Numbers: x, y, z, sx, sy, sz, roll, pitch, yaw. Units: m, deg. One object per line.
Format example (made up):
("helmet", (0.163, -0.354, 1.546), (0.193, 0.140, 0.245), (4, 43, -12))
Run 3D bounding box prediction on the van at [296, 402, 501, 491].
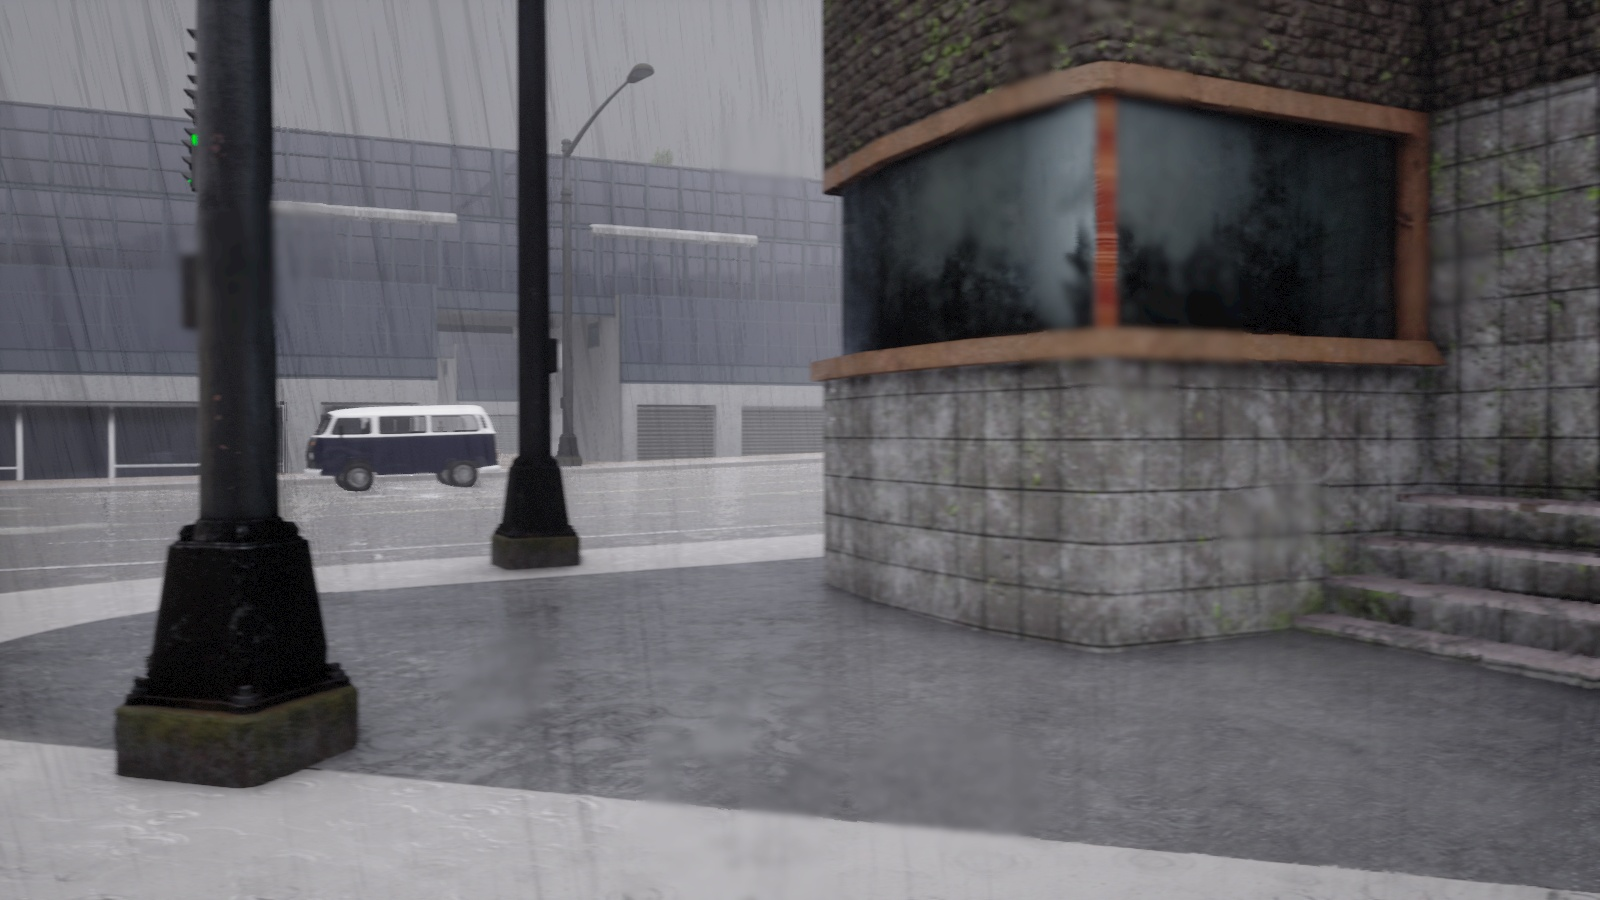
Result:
("van", (-9.850, -0.138, 30.805), (4.480, 2.038, 2.069), (-1, 1, -27))
